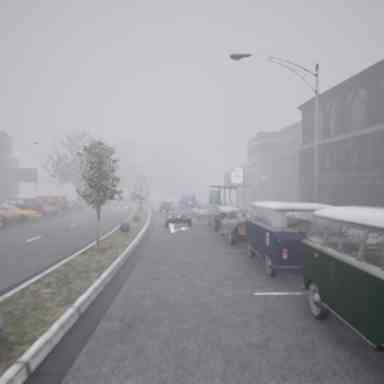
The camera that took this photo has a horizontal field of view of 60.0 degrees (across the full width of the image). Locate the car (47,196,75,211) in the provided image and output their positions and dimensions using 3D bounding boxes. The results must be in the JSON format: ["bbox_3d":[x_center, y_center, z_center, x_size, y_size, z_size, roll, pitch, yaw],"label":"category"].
[{"bbox_3d":[-16.505,1.430,37.075,5.566,2.045,2.435,0,0,-8],"label":"car"}]

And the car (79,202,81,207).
[{"bbox_3d":[-17.719,1.686,45.242,4.892,1.521,2.231,0,0,-9],"label":"car"}]

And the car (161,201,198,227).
[{"bbox_3d":[-1.048,1.647,23.789,2.033,1.411,5.357,0,0,-5],"label":"car"}]

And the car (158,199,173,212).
[{"bbox_3d":[-3.134,1.668,41.298,1.837,1.490,4.892,0,0,-8],"label":"car"}]

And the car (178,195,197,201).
[{"bbox_3d":[-0.601,1.381,43.766,2.150,2.045,5.566,0,0,-7],"label":"car"}]

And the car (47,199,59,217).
[{"bbox_3d":[-15.720,1.707,31.790,4.674,1.452,2.002,0,0,-7],"label":"car"}]

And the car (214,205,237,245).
[{"bbox_3d":[2.520,1.557,15.748,2.163,1.488,4.792,0,0,-3],"label":"car"}]

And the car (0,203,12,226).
[{"bbox_3d":[-14.490,1.644,20.953,4.792,1.488,2.163,0,0,-5],"label":"car"}]

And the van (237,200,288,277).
[{"bbox_3d":[2.792,1.268,10.296,1.878,1.987,4.442,0,0,-2],"label":"van"}]

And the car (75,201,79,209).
[{"bbox_3d":[-17.342,1.559,42.513,4.553,1.767,2.185,0,0,-9],"label":"car"}]

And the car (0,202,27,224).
[{"bbox_3d":[-14.782,1.671,23.669,4.674,1.452,2.002,0,0,-5],"label":"car"}]

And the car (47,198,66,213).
[{"bbox_3d":[-16.047,1.704,34.385,4.792,1.488,2.163,0,0,-8],"label":"car"}]

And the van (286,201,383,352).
[{"bbox_3d":[2.970,1.249,4.760,1.878,1.987,4.442,0,0,0],"label":"van"}]

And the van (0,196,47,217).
[{"bbox_3d":[-15.500,1.431,29.084,4.442,1.987,1.878,0,0,-7],"label":"van"}]

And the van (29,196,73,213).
[{"bbox_3d":[-16.781,1.456,39.810,4.442,1.987,1.878,0,0,-9],"label":"van"}]

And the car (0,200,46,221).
[{"bbox_3d":[-14.882,1.640,26.403,5.366,1.575,1.946,0,0,-6],"label":"car"}]

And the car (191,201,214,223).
[{"bbox_3d":[1.191,1.717,29.787,1.895,1.301,4.718,0,0,-6],"label":"car"}]
